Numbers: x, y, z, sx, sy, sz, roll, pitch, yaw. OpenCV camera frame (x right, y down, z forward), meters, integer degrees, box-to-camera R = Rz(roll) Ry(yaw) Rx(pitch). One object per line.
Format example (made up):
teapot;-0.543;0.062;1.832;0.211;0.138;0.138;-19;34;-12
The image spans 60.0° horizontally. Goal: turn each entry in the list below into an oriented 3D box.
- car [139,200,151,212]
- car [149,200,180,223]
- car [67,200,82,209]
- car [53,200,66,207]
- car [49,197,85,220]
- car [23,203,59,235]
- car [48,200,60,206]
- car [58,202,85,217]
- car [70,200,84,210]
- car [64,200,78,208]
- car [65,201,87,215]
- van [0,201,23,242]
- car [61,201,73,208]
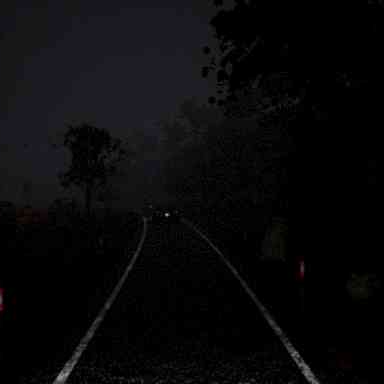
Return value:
car;-5.506;1.740;42.187;1.994;1.385;4.181;-1;-1;-15
car;-2.066;1.592;25.539;1.994;1.385;4.181;0;0;-9
car;-22.342;2.372;63.024;2.231;1.521;4.892;0;-1;-24
car;-33.001;2.797;82.795;2.097;1.535;5.008;-2;0;-30
car;-11.893;1.541;31.176;2.435;2.045;5.566;2;-2;-12
car;-10.002;1.636;19.993;1.946;1.575;5.366;2;-1;-6
car;-36.521;2.978;87.827;2.002;1.452;4.674;1;-1;-36
car;-13.154;1.883;36.653;2.231;1.521;4.892;2;-2;-14
car;-19.866;2.249;57.202;2.097;1.535;5.008;-1;-1;-22
car;-24.811;2.498;68.171;2.097;1.535;5.008;0;-1;-26
car;-14.593;1.975;42.056;2.231;1.521;4.892;2;-2;-15
van;-9.364;1.356;14.515;1.878;1.987;4.442;2;-1;-8
car;-27.686;2.655;73.700;2.002;1.452;4.674;0;-1;-28
